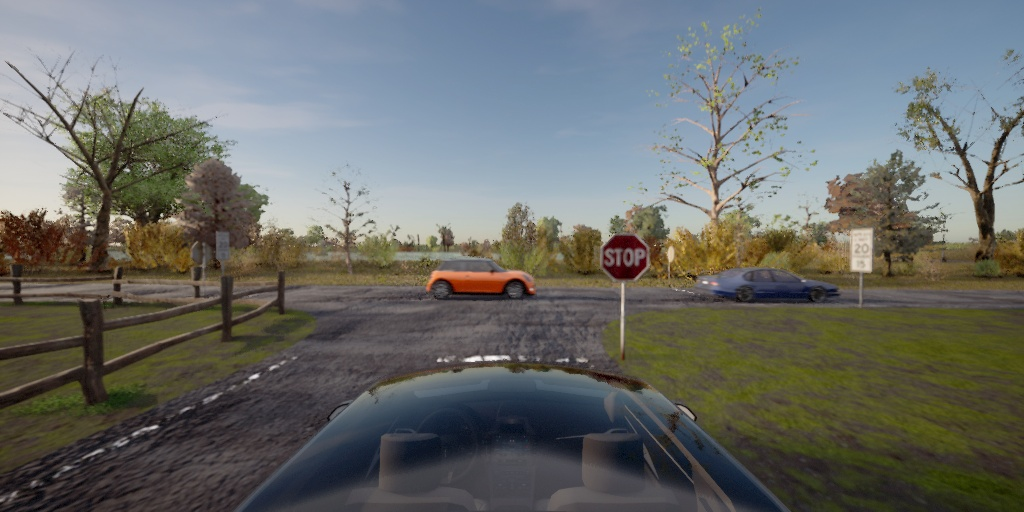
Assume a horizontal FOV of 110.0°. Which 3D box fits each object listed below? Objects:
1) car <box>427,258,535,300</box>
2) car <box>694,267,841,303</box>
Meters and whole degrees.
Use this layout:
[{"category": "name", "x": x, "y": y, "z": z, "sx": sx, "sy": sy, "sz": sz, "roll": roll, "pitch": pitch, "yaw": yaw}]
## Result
[{"category": "car", "x": -1.267, "y": 0.901, "z": 15.563, "sx": 4.553, "sy": 1.767, "sz": 2.097, "roll": 0, "pitch": 1, "yaw": 0}, {"category": "car", "x": 10.873, "y": 1.210, "z": 15.535, "sx": 5.357, "sy": 1.411, "sz": 2.033, "roll": 0, "pitch": 1, "yaw": 0}]
